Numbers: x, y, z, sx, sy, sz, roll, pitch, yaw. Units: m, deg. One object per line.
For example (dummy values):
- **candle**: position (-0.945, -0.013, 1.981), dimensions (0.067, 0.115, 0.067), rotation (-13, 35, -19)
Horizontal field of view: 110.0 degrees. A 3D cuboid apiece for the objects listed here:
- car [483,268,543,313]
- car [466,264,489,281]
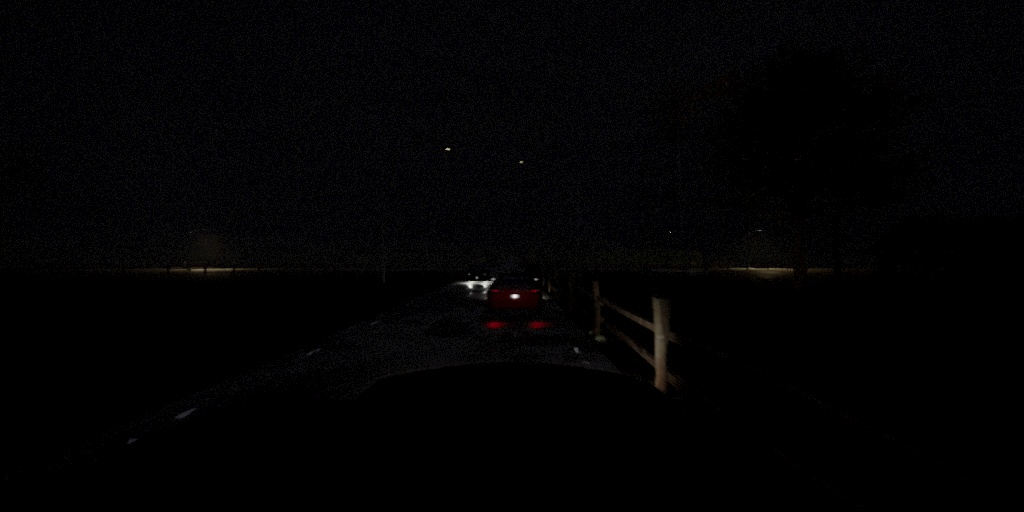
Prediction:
- **car**: position (0.102, 1.328, 14.053), dimensions (1.994, 1.385, 4.181), rotation (0, 0, 0)
- **car**: position (-2.829, 1.403, 31.680), dimensions (2.033, 1.411, 5.357), rotation (0, 0, 0)
